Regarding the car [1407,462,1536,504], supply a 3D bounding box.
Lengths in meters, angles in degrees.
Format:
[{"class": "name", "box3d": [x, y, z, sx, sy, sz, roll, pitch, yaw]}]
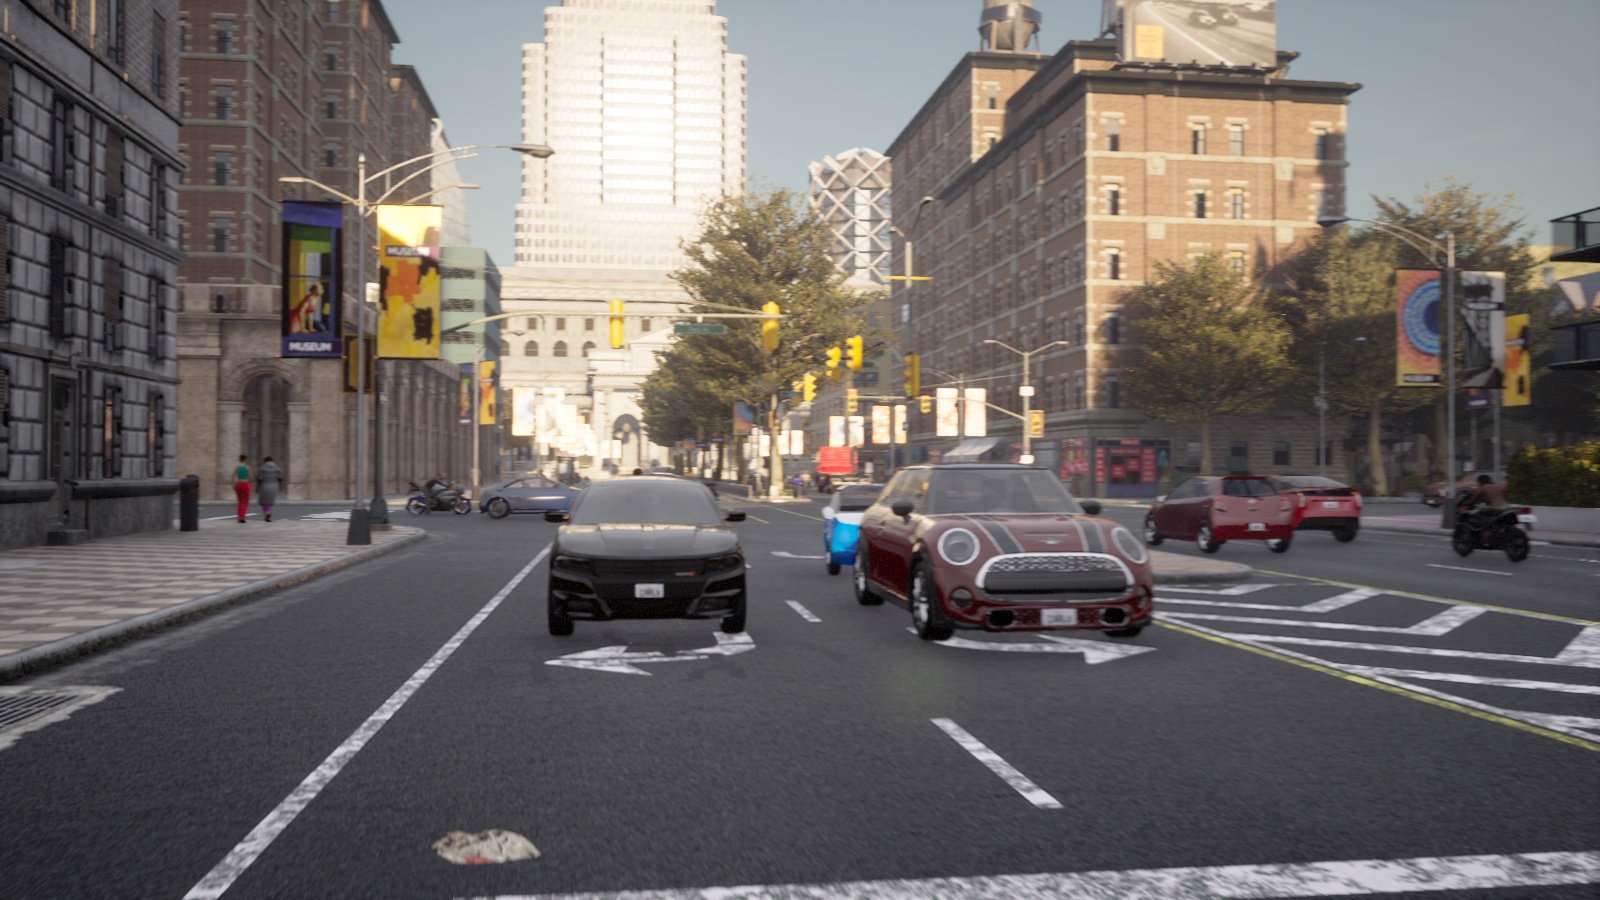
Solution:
[{"class": "car", "box3d": [29.100, 1.417, 54.453, 4.553, 1.767, 2.097, 0, -1, -8]}]

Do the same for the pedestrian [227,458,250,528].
[{"class": "pedestrian", "box3d": [-14.971, 1.134, 33.480, 0.345, 1.836, 0.594, 0, -1, 0]}]

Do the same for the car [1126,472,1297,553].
[{"class": "car", "box3d": [8.218, 1.209, 25.434, 1.845, 1.501, 3.633, 0, -1, -8]}]

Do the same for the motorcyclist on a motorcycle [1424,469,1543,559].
[{"class": "motorcyclist on a motorcycle", "box3d": [12.179, 1.103, 22.458, 0.797, 1.523, 2.044, 0, -1, -8]}]

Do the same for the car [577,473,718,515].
[{"class": "car", "box3d": [-5.762, 1.634, 47.421, 5.008, 1.535, 1.882, -1, -1, 23]}]

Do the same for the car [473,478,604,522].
[{"class": "car", "box3d": [-8.641, 1.642, 41.758, 4.181, 1.385, 1.994, 0, -1, -9]}]

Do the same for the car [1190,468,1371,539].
[{"class": "car", "box3d": [11.136, 1.194, 29.515, 2.007, 1.525, 4.514, 0, -1, -8]}]

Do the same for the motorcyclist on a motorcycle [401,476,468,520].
[{"class": "motorcyclist on a motorcycle", "box3d": [-12.968, 1.690, 44.657, 2.191, 1.530, 0.866, 0, -1, -8]}]

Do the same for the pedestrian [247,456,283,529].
[{"class": "pedestrian", "box3d": [-14.545, 1.143, 34.147, 0.659, 1.952, 0.873, 1, -1, -42]}]

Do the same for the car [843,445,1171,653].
[{"class": "car", "box3d": [1.893, 0.885, 13.142, 2.097, 1.767, 4.553, 0, -1, -8]}]

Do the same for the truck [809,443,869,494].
[{"class": "truck", "box3d": [2.655, 1.330, 89.077, 2.891, 3.462, 7.936, 0, -1, -8]}]

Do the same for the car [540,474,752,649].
[{"class": "car", "box3d": [-1.726, 1.037, 13.733, 1.882, 1.535, 5.008, 0, -1, -8]}]

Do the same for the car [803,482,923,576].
[{"class": "car", "box3d": [0.943, 1.200, 19.792, 1.481, 1.376, 2.207, 0, -1, -8]}]
